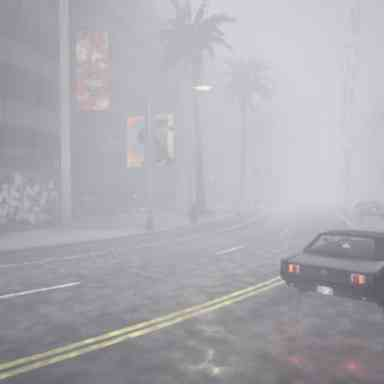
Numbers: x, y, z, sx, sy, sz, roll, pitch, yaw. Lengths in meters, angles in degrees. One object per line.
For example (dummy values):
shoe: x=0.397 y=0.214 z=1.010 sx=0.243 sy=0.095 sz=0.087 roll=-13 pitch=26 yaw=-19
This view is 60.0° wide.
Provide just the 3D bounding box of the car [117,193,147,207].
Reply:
car: x=-8.491 y=1.181 z=47.648 sx=2.435 sy=2.045 sz=5.566 roll=-1 pitch=0 yaw=20

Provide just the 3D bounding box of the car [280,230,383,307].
car: x=4.037 y=1.566 z=7.961 sx=1.895 sy=1.301 sz=4.718 roll=-1 pitch=0 yaw=43

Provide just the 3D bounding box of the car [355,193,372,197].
car: x=36.763 y=1.002 z=70.703 sx=2.185 sy=1.767 sz=4.553 roll=-1 pitch=0 yaw=20

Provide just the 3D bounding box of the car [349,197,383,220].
car: x=14.283 y=1.412 z=26.932 sx=2.033 sy=1.411 sz=5.357 roll=-1 pitch=0 yaw=20
